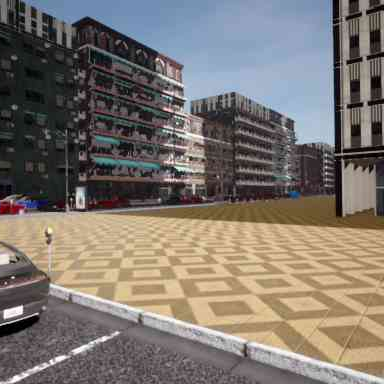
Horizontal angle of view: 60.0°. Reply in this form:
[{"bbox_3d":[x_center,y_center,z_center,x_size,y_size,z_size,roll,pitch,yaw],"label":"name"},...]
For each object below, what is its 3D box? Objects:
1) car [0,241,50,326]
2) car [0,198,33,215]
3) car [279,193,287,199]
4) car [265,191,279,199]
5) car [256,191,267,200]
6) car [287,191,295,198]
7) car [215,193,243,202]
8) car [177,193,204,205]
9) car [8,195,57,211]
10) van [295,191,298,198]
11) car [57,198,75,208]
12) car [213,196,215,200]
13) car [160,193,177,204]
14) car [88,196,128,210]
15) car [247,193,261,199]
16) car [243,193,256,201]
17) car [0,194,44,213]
[{"bbox_3d":[-4.419,1.553,6.221,4.403,1.369,2.008,0,-1,36],"label":"car"},{"bbox_3d":[-16.122,1.412,27.996,1.802,1.307,4.206,-1,0,36],"label":"car"},{"bbox_3d":[19.670,0.937,77.147,2.008,1.369,4.403,-1,0,36],"label":"car"},{"bbox_3d":[16.414,0.740,72.679,2.192,1.841,5.009,-1,0,36],"label":"car"},{"bbox_3d":[13.163,1.045,68.210,1.802,1.307,4.206,-1,0,36],"label":"car"},{"bbox_3d":[22.925,0.931,81.615,1.802,1.307,4.206,-1,0,36],"label":"car"},{"bbox_3d":[6.655,1.092,59.274,2.008,1.369,4.403,-1,0,36],"label":"car"},{"bbox_3d":[0.146,1.061,50.338,1.967,1.590,4.097,-1,0,36],"label":"car"},{"bbox_3d":[-17.576,1.226,35.852,2.097,1.767,4.553,-1,0,36],"label":"car"},{"bbox_3d":[26.176,0.653,86.084,1.690,1.788,3.998,-1,0,36],"label":"van"},{"bbox_3d":[-16.387,1.414,41.868,1.887,1.381,4.507,-1,0,36],"label":"car"},{"bbox_3d":[6.388,1.027,73.144,1.967,1.590,4.097,-1,0,36],"label":"car"},{"bbox_3d":[-3.316,1.043,55.353,2.097,1.767,4.553,-1,0,37],"label":"car"},{"bbox_3d":[-9.616,1.185,36.933,1.967,1.590,4.097,-1,0,36],"label":"car"},{"bbox_3d":[16.152,1.039,86.550,1.947,1.339,4.313,-1,0,36],"label":"car"},{"bbox_3d":[9.909,1.047,63.742,1.887,1.381,4.507,-1,0,36],"label":"car"},{"bbox_3d":[-19.644,1.226,37.399,2.192,1.841,5.009,-1,0,36],"label":"car"}]
